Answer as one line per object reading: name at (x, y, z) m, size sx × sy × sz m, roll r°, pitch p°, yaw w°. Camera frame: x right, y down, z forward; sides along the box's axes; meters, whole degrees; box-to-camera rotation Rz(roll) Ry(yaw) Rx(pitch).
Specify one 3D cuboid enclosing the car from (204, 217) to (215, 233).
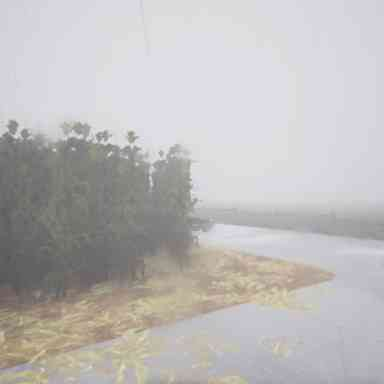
car at (-0.752, 1.650, 19.457) m, size 1.895 × 1.301 × 4.718 m, roll 0°, pitch -1°, yaw -35°
